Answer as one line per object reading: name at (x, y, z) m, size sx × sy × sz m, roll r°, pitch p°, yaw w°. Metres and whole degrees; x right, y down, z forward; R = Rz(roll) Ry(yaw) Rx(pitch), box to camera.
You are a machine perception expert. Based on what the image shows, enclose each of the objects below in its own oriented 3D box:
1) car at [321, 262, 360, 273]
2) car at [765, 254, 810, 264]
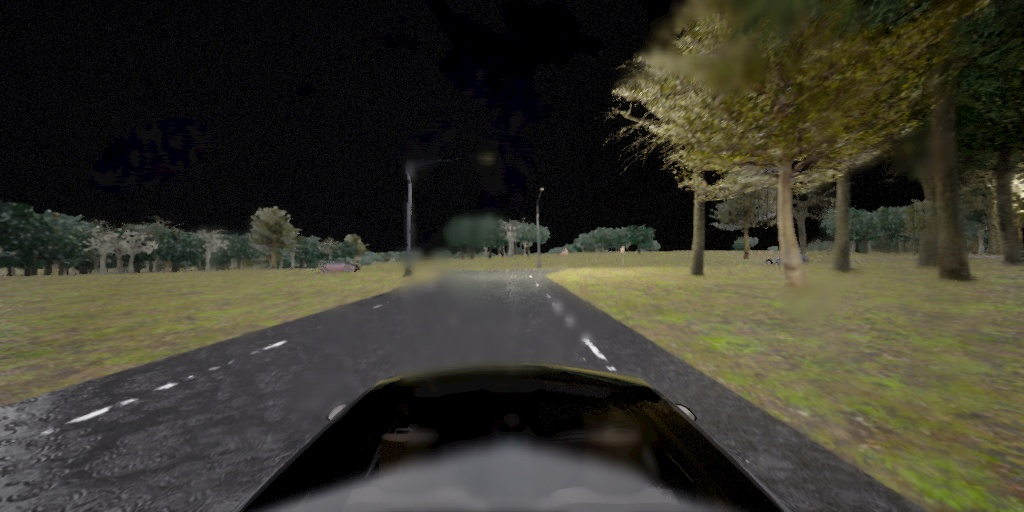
car at (-20.398, 1.348, 42.748) m, size 4.181 × 1.385 × 1.994 m, roll -1°, pitch -2°, yaw 0°
car at (38.781, 0.373, 50.547) m, size 5.357 × 1.411 × 2.033 m, roll -2°, pitch -2°, yaw -1°
